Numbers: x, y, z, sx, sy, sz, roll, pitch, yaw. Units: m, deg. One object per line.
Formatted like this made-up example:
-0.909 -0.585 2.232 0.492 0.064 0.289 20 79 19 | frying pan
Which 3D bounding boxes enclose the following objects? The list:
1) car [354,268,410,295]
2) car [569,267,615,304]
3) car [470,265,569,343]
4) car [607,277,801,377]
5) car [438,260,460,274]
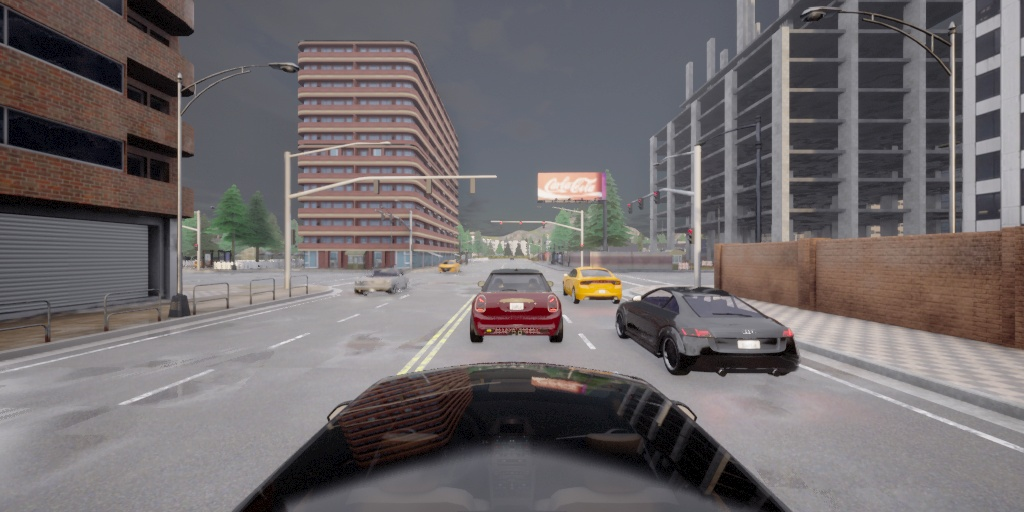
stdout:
-6.972 1.351 19.679 1.895 1.301 4.718 0 0 -4 | car
3.501 1.228 16.389 1.882 1.535 5.008 0 0 0 | car
0.101 1.102 9.862 2.097 1.767 4.553 0 0 0 | car
3.599 1.314 7.456 1.994 1.385 4.181 0 0 0 | car
-7.099 1.227 41.000 1.882 1.535 5.008 0 0 0 | car
